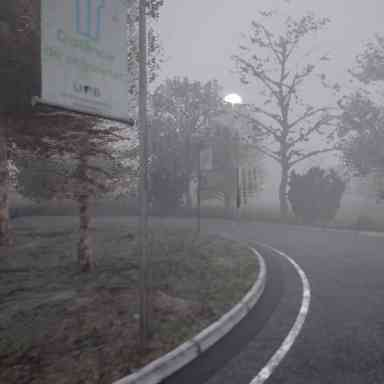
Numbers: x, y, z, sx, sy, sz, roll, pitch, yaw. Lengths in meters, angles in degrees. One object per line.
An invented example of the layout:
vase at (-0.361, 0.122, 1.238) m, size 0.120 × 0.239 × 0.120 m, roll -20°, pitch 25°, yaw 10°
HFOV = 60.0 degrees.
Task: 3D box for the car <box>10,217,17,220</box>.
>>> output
car at (-16.919, 1.715, 27.283) m, size 5.008 × 1.535 × 1.882 m, roll 0°, pitch -1°, yaw -19°
